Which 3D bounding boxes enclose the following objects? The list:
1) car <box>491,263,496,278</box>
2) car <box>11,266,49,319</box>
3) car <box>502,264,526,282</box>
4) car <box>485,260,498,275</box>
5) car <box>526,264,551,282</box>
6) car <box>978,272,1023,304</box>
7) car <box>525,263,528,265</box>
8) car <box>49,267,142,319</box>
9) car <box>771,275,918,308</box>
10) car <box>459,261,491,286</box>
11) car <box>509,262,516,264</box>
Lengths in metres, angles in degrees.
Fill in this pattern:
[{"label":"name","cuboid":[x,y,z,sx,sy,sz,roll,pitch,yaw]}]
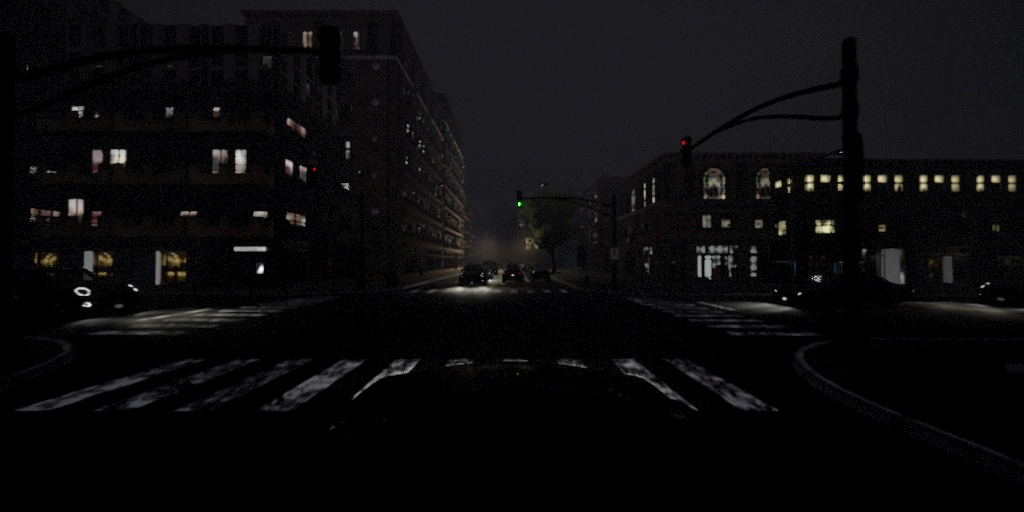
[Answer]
[{"label":"car","cuboid":[-3.110,1.791,39.757,1.812,1.442,4.674,0,-1,0]},{"label":"car","cuboid":[-17.279,1.121,10.271,5.009,1.841,2.192,0,0,0]},{"label":"car","cuboid":[0.075,1.756,34.573,1.994,1.385,4.181,0,-1,0]},{"label":"car","cuboid":[-3.105,1.638,50.391,2.150,2.045,5.566,0,-1,1]},{"label":"car","cuboid":[2.681,1.735,33.993,2.007,1.370,4.403,0,0,0]},{"label":"car","cuboid":[24.519,1.403,16.377,4.553,1.767,2.097,0,-1,0]},{"label":"car","cuboid":[2.679,1.704,39.690,1.967,1.591,4.097,0,0,0]},{"label":"car","cuboid":[-16.239,1.193,12.835,4.553,1.767,2.097,0,-1,1]},{"label":"car","cuboid":[15.019,1.555,16.306,5.357,1.411,2.033,0,-1,0]},{"label":"car","cuboid":[-3.080,1.472,29.462,2.097,1.767,4.553,0,-1,-1]},{"label":"car","cuboid":[0.080,1.940,62.121,2.097,1.767,4.553,0,-1,0]}]
